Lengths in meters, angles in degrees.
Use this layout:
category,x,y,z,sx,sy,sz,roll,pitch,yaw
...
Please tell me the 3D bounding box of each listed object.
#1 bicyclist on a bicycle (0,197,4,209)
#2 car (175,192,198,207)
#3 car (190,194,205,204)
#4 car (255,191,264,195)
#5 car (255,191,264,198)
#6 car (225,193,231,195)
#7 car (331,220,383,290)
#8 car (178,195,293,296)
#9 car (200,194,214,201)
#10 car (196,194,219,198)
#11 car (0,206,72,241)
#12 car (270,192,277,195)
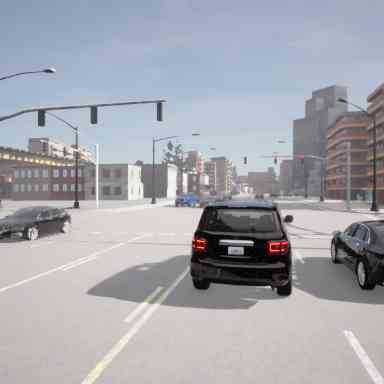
category,x,y,z,sx,sy,sz,roll,pitch,yaw
bicyclist on a bicycle,-23.941,1.303,41.344,0.582,1.620,1.656,0,0,10
car,-0.871,1.079,48.417,2.150,2.045,5.566,0,1,12
car,1.019,1.217,57.898,1.837,1.490,4.892,0,1,11
car,15.235,0.889,75.134,2.128,1.511,4.902,0,1,11
car,17.218,0.559,85.138,2.097,1.767,4.553,0,1,11
car,5.879,1.091,64.214,1.837,1.490,4.892,0,1,12
car,5.071,1.505,8.886,1.837,1.490,4.892,0,0,11
car,1.509,1.221,8.997,2.150,2.045,5.566,0,0,14
car,3.133,1.075,68.167,2.033,1.411,5.357,0,1,12
car,2.216,1.381,46.018,1.837,1.490,4.892,0,1,11
car,-7.877,1.505,16.747,1.837,1.490,4.892,1,0,9
car,20.654,0.744,84.468,2.033,1.411,5.357,0,1,11
